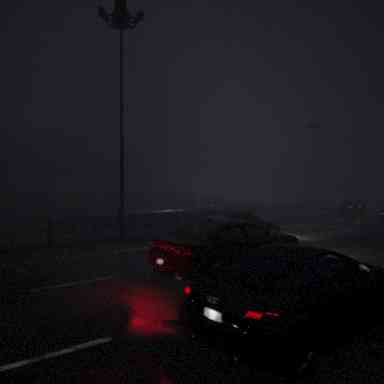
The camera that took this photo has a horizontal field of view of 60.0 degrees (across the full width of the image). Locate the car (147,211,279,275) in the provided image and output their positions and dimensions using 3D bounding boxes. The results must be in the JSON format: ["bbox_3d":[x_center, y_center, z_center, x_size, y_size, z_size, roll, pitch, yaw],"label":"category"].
[{"bbox_3d":[1.120,1.506,9.518,5.008,1.535,1.882,0,0,-40],"label":"car"}]

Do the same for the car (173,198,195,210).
[{"bbox_3d":[-0.882,1.634,46.094,2.128,1.511,4.902,0,0,26],"label":"car"}]

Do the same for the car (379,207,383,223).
[{"bbox_3d":[15.531,1.604,25.483,2.033,1.411,5.357,0,0,35],"label":"car"}]

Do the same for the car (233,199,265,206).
[{"bbox_3d":[7.009,1.655,38.521,2.033,1.411,5.357,0,0,30],"label":"car"}]

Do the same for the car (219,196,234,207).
[{"bbox_3d":[5.535,1.650,43.328,1.812,1.442,4.674,0,0,26],"label":"car"}]

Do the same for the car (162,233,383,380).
[{"bbox_3d":[1.838,1.579,5.610,4.181,1.385,1.994,0,0,-39],"label":"car"}]

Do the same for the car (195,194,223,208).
[{"bbox_3d":[2.864,1.357,45.673,2.150,2.045,5.566,0,0,26],"label":"car"}]

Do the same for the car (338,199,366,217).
[{"bbox_3d":[15.596,1.429,32.257,2.097,1.767,4.553,0,0,32],"label":"car"}]

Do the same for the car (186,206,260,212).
[{"bbox_3d":[2.092,1.570,15.101,4.674,1.442,1.812,0,0,-43],"label":"car"}]
